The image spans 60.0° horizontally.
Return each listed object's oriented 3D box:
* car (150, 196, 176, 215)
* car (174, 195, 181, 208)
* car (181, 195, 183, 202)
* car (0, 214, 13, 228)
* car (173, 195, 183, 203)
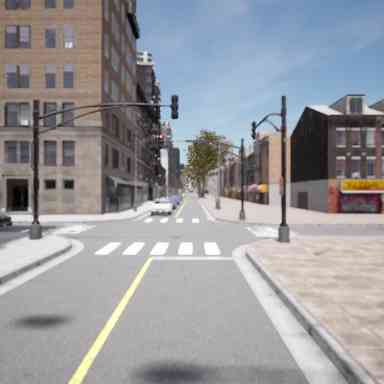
[{"bbox_3d":[-2.843,1.418,31.925,1.812,1.442,4.674,0,0,0],"label":"car"},{"bbox_3d":[-2.841,1.404,41.704,2.033,1.411,5.357,0,0,0],"label":"car"},{"bbox_3d":[-2.807,1.347,52.033,1.812,1.442,4.674,0,0,0],"label":"car"},{"bbox_3d":[-12.847,1.421,18.255,5.357,1.411,2.033,0,0,1],"label":"car"},{"bbox_3d":[-2.739,1.315,67.284,1.837,1.490,4.892,0,0,0],"label":"car"}]
